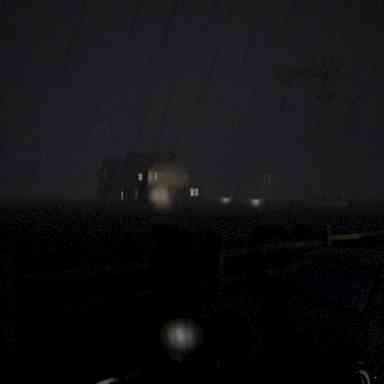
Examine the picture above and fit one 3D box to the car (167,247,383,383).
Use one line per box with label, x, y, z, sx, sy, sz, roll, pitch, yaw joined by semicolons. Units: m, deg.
car;2.334;1.560;4.738;5.357;1.411;2.033;0;0;-36
